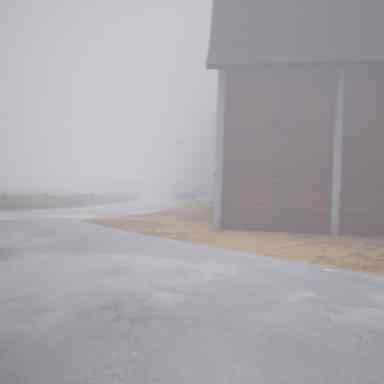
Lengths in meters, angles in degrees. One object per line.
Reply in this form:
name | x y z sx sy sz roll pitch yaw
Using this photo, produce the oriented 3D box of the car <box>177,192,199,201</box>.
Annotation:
car | -0.675 0.717 58.441 1.837 1.490 4.892 -1 -1 32
